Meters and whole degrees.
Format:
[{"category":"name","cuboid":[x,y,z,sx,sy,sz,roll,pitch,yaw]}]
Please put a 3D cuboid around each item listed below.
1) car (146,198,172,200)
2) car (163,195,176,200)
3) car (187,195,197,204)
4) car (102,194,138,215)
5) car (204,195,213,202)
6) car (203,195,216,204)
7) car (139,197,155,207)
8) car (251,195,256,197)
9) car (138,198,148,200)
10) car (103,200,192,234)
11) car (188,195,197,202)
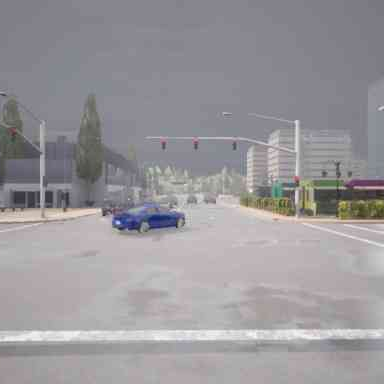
[{"category":"car","cuboid":[-3.573,1.601,36.747,1.895,1.301,4.718,0,0,0]},{"category":"car","cuboid":[-3.564,1.505,46.061,1.837,1.490,4.892,0,0,0]},{"category":"car","cuboid":[0.047,1.491,63.620,2.128,1.511,4.902,0,0,0]},{"category":"car","cuboid":[-7.089,1.221,32.408,2.150,2.045,5.566,0,0,1]},{"category":"car","cuboid":[3.555,1.397,73.893,1.812,1.442,4.674,0,0,0]},{"category":"car","cuboid":[3.547,1.491,63.618,2.128,1.511,4.902,0,0,0]},{"category":"car","cuboid":[-7.051,1.564,52.253,1.994,1.385,4.181,0,0,0]},{"category":"car","cuboid":[17.833,1.153,86.775,4.605,1.855,1.932,0,0,-1]},{"category":"car","cuboid":[-7.068,1.491,42.296,2.128,1.511,4.902,0,0,0]},{"category":"car","cuboid":[-2.422,1.478,19.535,1.882,1.535,5.008,1,1,37]},{"category":"car","cuboid":[0.055,1.372,73.894,1.837,1.490,4.892,0,0,0]}]
